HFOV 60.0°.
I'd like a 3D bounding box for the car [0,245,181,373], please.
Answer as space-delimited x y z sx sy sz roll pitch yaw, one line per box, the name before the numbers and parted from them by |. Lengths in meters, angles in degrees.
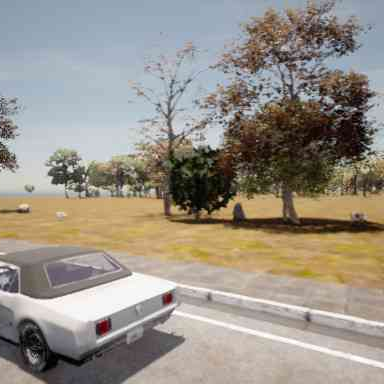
car | -2.597 1.595 5.608 4.718 1.301 1.895 0 0 34
